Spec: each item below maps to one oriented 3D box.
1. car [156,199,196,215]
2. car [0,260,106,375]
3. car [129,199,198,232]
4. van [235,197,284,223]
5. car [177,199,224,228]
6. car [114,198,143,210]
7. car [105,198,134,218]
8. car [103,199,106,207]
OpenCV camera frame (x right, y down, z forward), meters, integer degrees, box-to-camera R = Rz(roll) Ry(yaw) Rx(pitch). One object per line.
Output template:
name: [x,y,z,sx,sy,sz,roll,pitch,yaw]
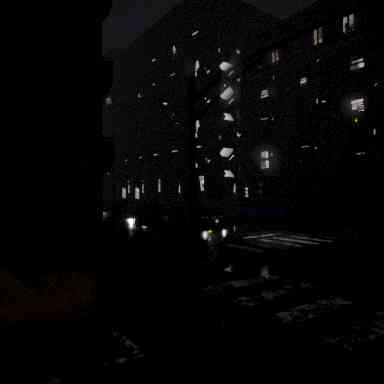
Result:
car: [-1.755,1.450,34.242,1.752,1.417,4.829,0,0,-36]
car: [-3.549,1.525,4.036,4.829,1.417,1.752,0,0,-35]
car: [-1.818,1.441,20.033,1.967,1.590,4.097,0,0,-36]
van: [4.982,1.280,24.930,1.690,1.788,3.998,0,0,-36]
car: [0.050,1.473,21.866,2.128,1.511,4.902,-1,0,-36]
car: [-8.293,1.463,43.277,1.887,1.381,4.507,-1,0,-36]
car: [-5.816,1.532,29.975,1.994,1.385,4.181,-1,0,-36]
car: [-14.256,1.429,47.008,2.128,1.511,4.902,-1,0,-36]
